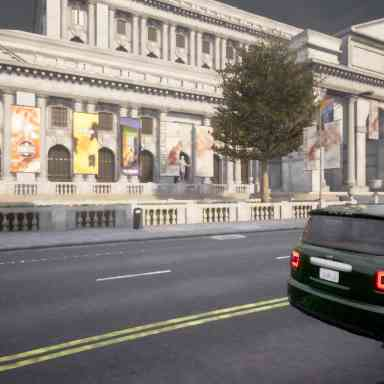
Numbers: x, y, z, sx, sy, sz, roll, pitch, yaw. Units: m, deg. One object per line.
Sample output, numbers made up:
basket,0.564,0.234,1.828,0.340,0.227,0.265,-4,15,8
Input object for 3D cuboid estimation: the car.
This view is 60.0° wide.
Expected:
car,4.199,1.223,5.841,5.566,2.045,2.150,0,0,-29
